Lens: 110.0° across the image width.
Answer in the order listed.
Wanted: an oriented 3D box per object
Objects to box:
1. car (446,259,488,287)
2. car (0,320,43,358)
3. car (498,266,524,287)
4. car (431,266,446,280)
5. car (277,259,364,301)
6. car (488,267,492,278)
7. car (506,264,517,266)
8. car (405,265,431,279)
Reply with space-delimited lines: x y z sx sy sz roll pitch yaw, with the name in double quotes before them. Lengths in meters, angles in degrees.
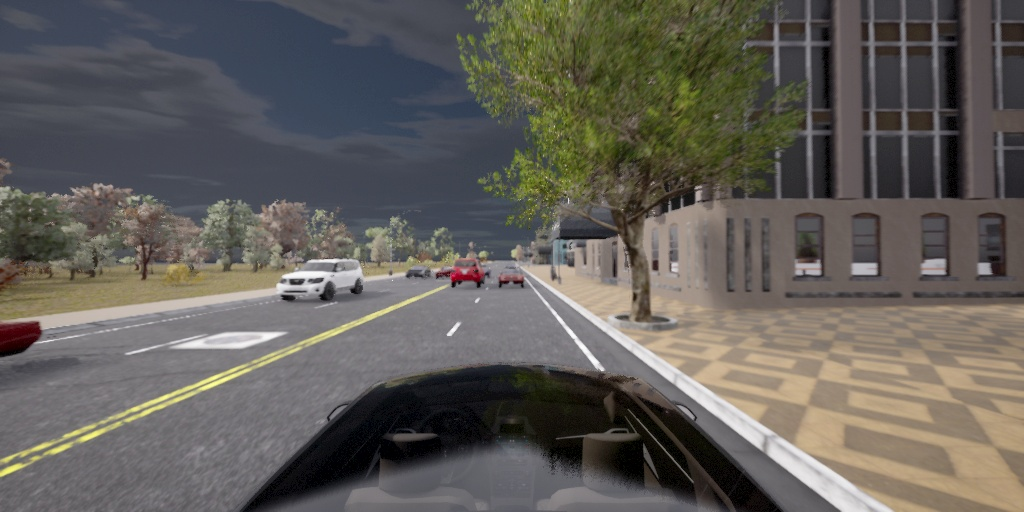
"car" -3.286 1.259 27.523 2.150 2.045 5.566 0 -1 0
"car" -9.852 1.396 4.525 1.895 1.301 4.718 0 -1 0
"car" -0.049 1.635 27.457 1.895 1.301 4.718 0 -1 0
"car" -6.765 1.755 37.653 1.895 1.301 4.718 0 -1 0
"car" -9.885 1.178 19.149 2.150 2.045 5.566 0 -1 0
"car" -3.353 1.785 40.866 1.895 1.301 4.718 0 -1 0
"car" -0.107 1.693 42.829 2.128 1.511 4.902 0 -1 0
"car" -10.021 1.721 38.963 2.033 1.411 5.357 0 -1 0
